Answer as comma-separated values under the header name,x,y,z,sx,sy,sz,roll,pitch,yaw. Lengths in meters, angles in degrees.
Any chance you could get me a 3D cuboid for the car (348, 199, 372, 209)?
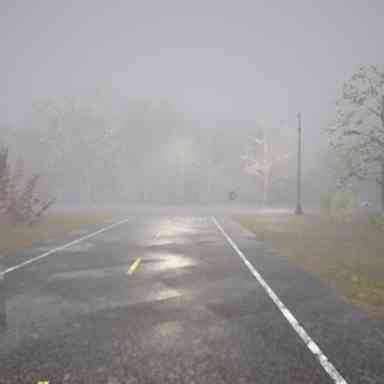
name,x,y,z,sx,sy,sz,roll,pitch,yaw
car,22.578,1.673,46.452,4.674,1.442,1.812,-1,0,0
